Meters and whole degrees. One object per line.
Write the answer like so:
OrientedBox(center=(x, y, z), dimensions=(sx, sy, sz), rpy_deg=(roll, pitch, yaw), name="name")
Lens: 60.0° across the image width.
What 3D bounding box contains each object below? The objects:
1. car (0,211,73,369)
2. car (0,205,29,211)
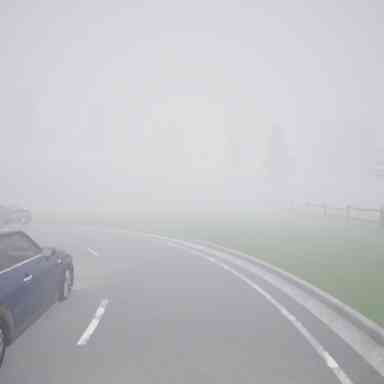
OrientedBox(center=(-3.520, 1.378, 5.481), dimensions=(2.097, 1.767, 4.553), rpy_deg=(0, 0, -5), name="car")
OrientedBox(center=(-13.168, 1.600, 22.457), dimensions=(4.902, 1.511, 2.128), rpy_deg=(0, -1, 21), name="car")
